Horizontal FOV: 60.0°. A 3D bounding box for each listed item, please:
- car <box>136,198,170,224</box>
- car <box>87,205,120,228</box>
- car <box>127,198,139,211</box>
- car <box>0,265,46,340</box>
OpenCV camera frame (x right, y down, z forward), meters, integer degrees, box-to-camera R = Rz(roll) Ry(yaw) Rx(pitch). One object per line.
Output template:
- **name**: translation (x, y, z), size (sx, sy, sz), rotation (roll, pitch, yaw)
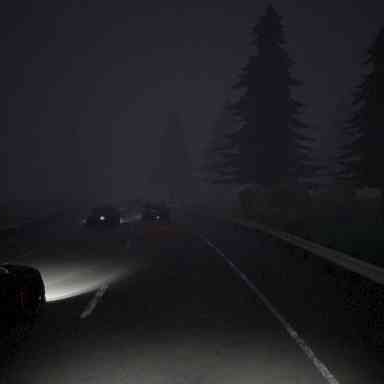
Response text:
- **car**: translation (-2.742, 1.478, 24.483), size (2.128, 1.511, 4.902), rotation (0, 0, -11)
- **car**: translation (-5.876, 1.559, 22.321), size (1.994, 1.385, 4.181), rotation (0, 0, -11)
- **car**: translation (-6.756, 1.462, 39.970), size (1.882, 1.535, 5.008), rotation (0, 0, -16)
- **car**: translation (-3.673, 1.568, 4.565), size (1.994, 1.385, 4.181), rotation (0, 0, -2)
